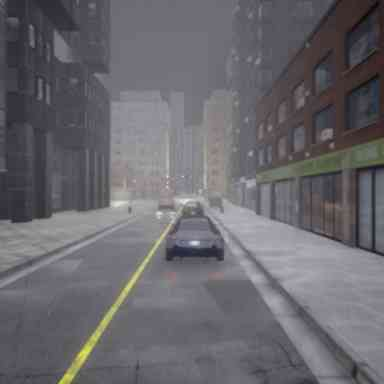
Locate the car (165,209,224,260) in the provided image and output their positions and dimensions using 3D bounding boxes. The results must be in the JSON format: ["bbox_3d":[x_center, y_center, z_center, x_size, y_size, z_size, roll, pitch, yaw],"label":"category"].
[{"bbox_3d":[0.093,1.570,12.457,1.994,1.385,4.181,0,0,0],"label":"car"}]

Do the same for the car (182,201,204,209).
[{"bbox_3d":[0.099,1.538,28.863,1.812,1.442,4.674,0,0,0],"label":"car"}]

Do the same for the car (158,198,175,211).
[{"bbox_3d":[-3.082,1.499,40.756,1.882,1.535,5.008,0,0,0],"label":"car"}]
